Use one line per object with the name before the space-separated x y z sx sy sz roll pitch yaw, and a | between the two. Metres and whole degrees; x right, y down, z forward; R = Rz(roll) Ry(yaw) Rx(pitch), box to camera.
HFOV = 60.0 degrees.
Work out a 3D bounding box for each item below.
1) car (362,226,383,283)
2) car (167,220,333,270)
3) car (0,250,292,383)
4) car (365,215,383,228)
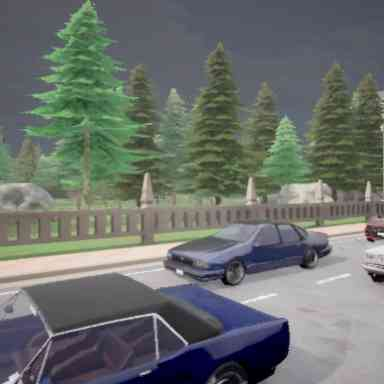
car | 6.400 1.602 8.531 4.718 1.301 1.895 0 0 -35
car | 1.870 1.549 9.613 5.357 1.411 2.033 0 0 -35
car | -1.307 1.601 3.055 4.718 1.301 1.895 0 0 -35
car | 9.910 1.480 15.290 5.008 1.535 1.882 0 0 -35
